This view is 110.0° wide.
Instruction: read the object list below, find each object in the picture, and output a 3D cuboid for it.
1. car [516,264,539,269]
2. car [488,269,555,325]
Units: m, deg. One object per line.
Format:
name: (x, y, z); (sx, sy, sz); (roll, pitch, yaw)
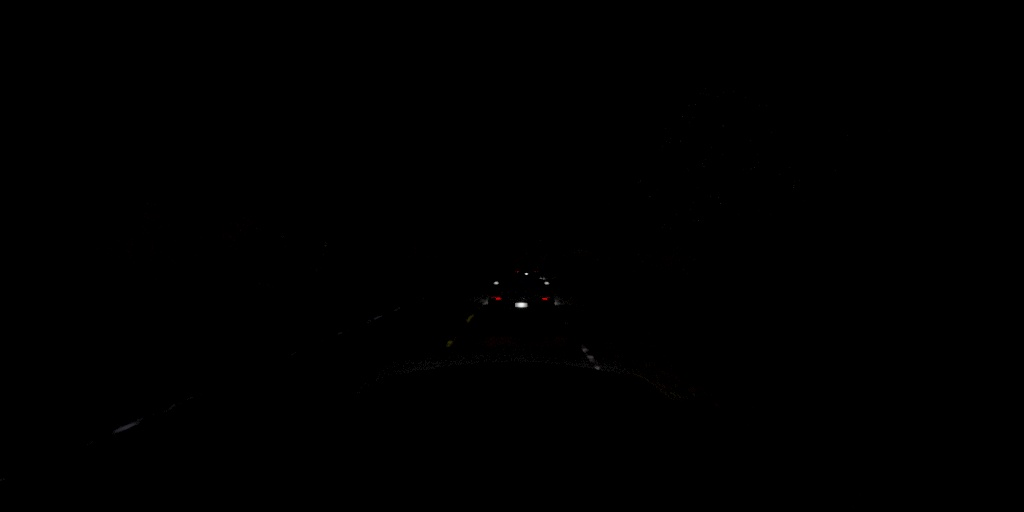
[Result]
car: (1.236, 1.314, 28.842); (1.994, 1.385, 4.181); (0, 0, 4)
car: (0.311, 1.315, 11.849); (1.994, 1.385, 4.181); (0, 0, 2)
